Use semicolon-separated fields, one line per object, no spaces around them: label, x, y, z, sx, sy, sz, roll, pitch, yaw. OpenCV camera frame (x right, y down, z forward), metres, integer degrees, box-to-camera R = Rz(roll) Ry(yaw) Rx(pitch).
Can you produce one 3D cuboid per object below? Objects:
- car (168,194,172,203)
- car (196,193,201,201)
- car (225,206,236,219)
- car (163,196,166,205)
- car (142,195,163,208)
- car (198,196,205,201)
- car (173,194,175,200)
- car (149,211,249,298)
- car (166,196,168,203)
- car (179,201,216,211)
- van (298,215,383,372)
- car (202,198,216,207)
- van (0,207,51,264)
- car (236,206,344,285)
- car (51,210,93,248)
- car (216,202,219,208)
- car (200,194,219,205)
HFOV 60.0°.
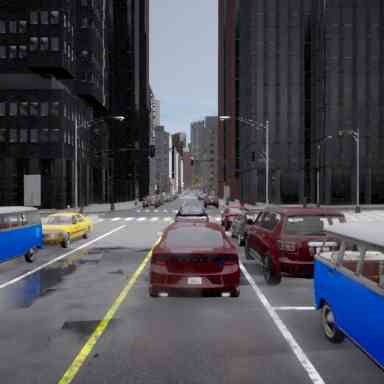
car;-5.823;1.617;70.061;1.947;1.339;4.313;0;0;0
car;2.688;1.636;86.991;1.887;1.381;4.507;0;0;0
car;2.749;1.551;14.919;2.008;1.369;4.403;0;0;0
car;-5.810;1.340;53.131;2.192;1.841;5.009;0;0;0
car;-5.805;1.334;47.488;2.192;1.841;5.009;0;0;0
car;2.684;1.671;92.636;1.947;1.339;4.313;0;0;0
car;-5.833;1.622;81.347;1.887;1.381;4.507;0;0;0
car;0.060;1.477;8.582;1.882;1.535;5.008;0;0;0
car;-5.813;1.598;58.774;1.947;1.339;4.313;0;0;0
car;-0.013;1.493;18.991;2.128;1.511;4.902;0;0;0
van;2.760;1.341;3.867;1.690;1.788;3.998;0;0;0
car;2.716;1.591;53.129;1.947;1.339;4.313;0;0;0
van;-5.776;1.341;9.399;1.690;1.788;3.998;0;0;0
car;2.754;1.315;9.393;2.192;1.841;5.009;0;0;0
car;-5.778;1.526;14.753;1.752;1.417;4.829;0;0;0
car;2.743;1.547;20.444;1.887;1.381;4.507;0;0;0
car;2.720;1.334;47.485;2.192;1.841;5.009;0;0;0
